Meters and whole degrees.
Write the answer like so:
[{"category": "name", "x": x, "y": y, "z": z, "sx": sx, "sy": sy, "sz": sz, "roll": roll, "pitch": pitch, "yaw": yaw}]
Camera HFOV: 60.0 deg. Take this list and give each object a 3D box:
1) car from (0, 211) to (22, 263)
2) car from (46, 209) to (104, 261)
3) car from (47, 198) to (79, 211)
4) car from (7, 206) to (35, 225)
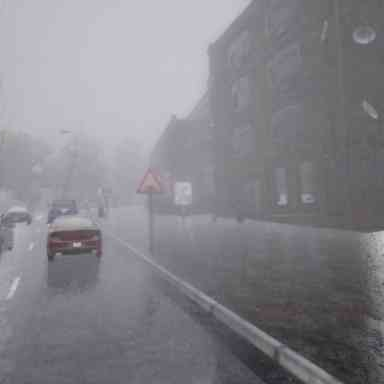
[{"category": "car", "x": -7.830, "y": 1.698, "z": 12.330, "sx": 2.128, "sy": 1.511, "sz": 4.902, "roll": 0, "pitch": 0, "yaw": -22}, {"category": "car", "x": -4.779, "y": 1.666, "z": 13.452, "sx": 1.882, "sy": 1.535, "sz": 5.008, "roll": 0, "pitch": -1, "yaw": -22}, {"category": "car", "x": -10.110, "y": 1.501, "z": 26.213, "sx": 2.150, "sy": 2.045, "sz": 5.566, "roll": 0, "pitch": 0, "yaw": -22}, {"category": "car", "x": -13.806, "y": 1.826, "z": 26.769, "sx": 1.812, "sy": 1.442, "sz": 4.674, "roll": 0, "pitch": 0, "yaw": -21}]
